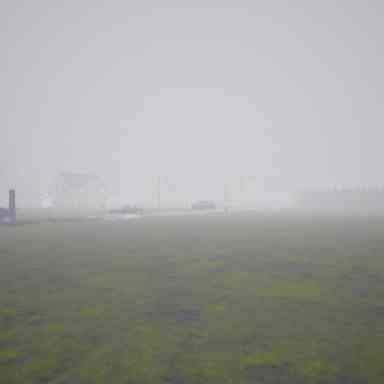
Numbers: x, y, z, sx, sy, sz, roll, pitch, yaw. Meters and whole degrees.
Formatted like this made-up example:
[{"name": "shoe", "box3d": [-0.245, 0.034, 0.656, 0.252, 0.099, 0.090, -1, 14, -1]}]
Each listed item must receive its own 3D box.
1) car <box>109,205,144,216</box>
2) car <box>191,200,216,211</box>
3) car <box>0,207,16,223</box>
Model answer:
[{"name": "car", "box3d": [-8.559, 2.392, 43.623, 1.895, 1.301, 4.718, 0, -1, 35]}, {"name": "car", "box3d": [2.056, 2.358, 58.425, 2.150, 2.045, 5.566, 0, -1, 35]}, {"name": "car", "box3d": [-18.434, 2.036, 29.701, 1.882, 1.535, 5.008, 0, -1, 35]}]
